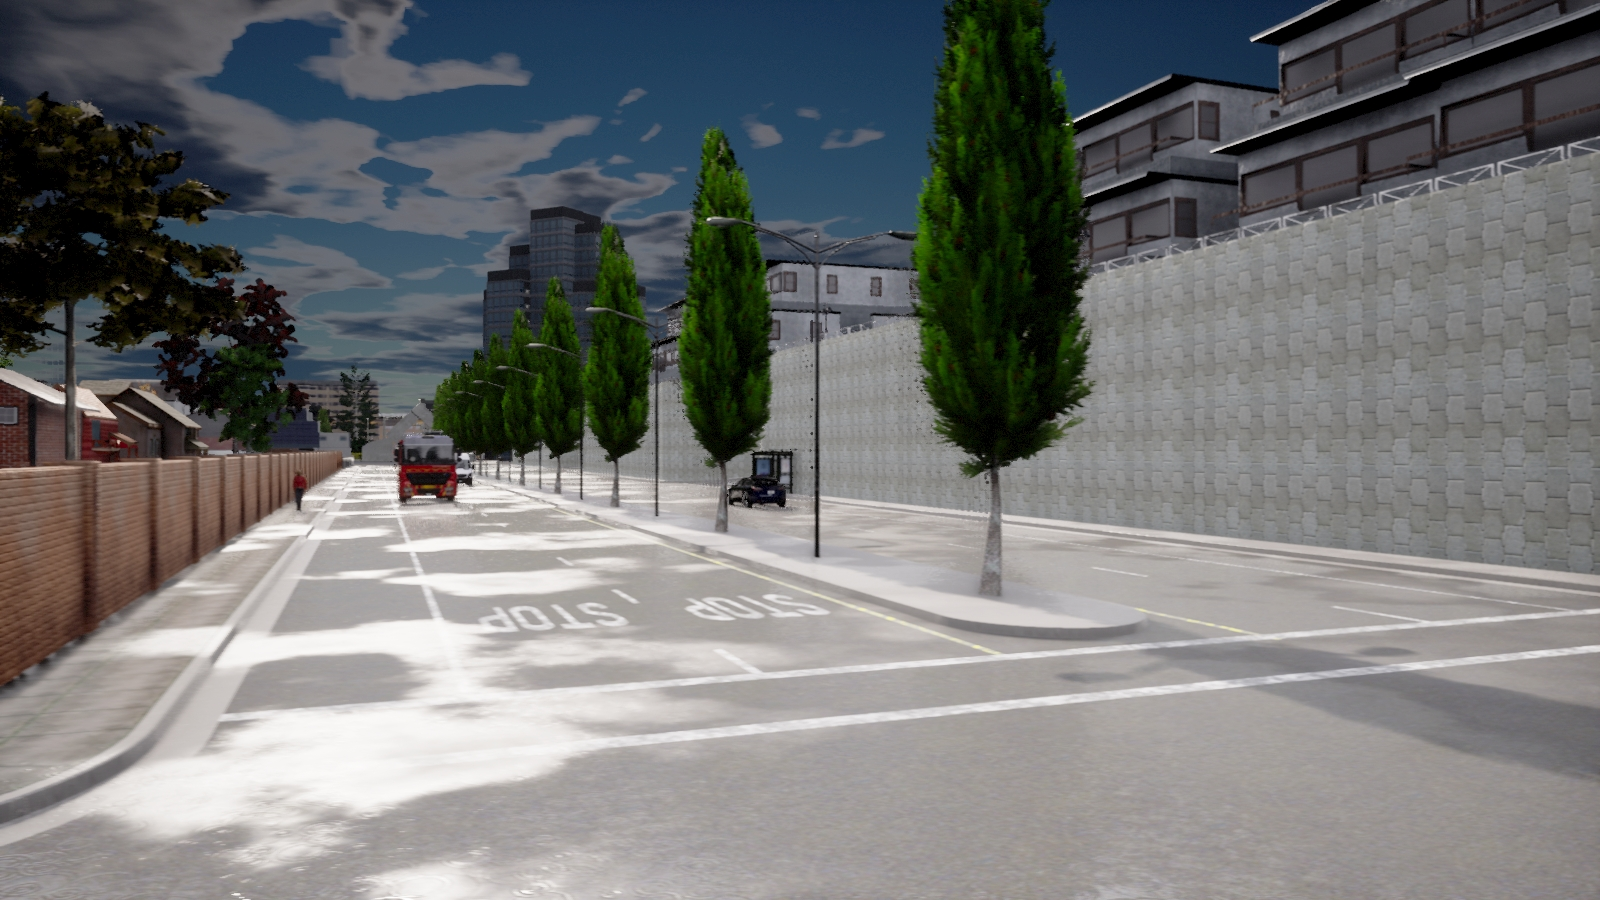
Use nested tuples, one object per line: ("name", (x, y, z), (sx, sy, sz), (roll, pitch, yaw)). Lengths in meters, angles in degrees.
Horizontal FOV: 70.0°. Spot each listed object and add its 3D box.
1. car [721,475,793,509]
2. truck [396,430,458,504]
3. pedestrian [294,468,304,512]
("car", (-2.179, 2.059, 56.463), (2.163, 1.488, 4.792), (0, 0, -21))
("truck", (-20.796, 0.890, 63.371), (2.891, 3.827, 8.468), (0, 0, -21))
("pedestrian", (-21.478, 1.697, 48.973), (0.375, 1.860, 0.375), (0, 0, -21))
